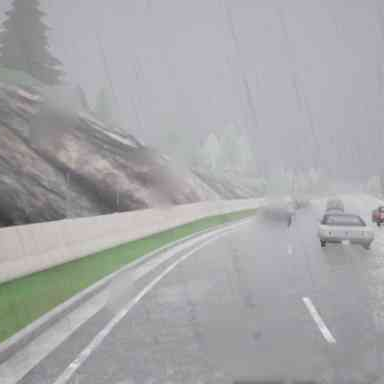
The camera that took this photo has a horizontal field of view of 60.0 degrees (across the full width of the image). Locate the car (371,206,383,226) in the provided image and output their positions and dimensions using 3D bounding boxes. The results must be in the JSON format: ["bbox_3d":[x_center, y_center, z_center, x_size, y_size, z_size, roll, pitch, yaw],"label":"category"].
[{"bbox_3d":[13.724,1.641,23.189,1.895,1.301,4.718,0,0,23],"label":"car"}]

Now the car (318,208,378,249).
[{"bbox_3d":[6.599,1.615,14.760,1.895,1.301,4.718,0,0,19],"label":"car"}]

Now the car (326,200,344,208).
[{"bbox_3d":[16.562,1.579,38.561,2.033,1.411,5.357,0,0,23],"label":"car"}]

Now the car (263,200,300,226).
[{"bbox_3d":[6.209,1.524,23.376,1.812,1.442,4.674,0,0,23],"label":"car"}]

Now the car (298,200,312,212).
[{"bbox_3d":[13.333,1.613,39.915,1.895,1.301,4.718,0,0,24],"label":"car"}]
